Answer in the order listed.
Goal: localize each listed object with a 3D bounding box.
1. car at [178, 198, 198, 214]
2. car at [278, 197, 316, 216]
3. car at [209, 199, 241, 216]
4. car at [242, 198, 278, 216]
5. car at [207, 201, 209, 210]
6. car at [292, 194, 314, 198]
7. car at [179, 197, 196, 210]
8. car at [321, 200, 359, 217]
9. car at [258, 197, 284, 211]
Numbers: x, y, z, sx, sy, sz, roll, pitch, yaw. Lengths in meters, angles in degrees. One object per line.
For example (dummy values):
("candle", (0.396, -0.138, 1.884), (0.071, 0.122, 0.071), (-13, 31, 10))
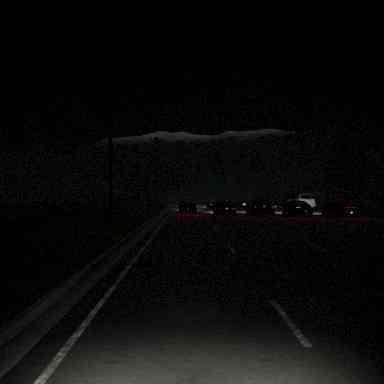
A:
("car", (-0.438, 1.491, 35.556), (2.128, 1.511, 4.902), (0, 0, -1))
("car", (10.115, 1.526, 31.993), (1.812, 1.442, 4.674), (0, 0, -1))
("car", (3.108, 1.547, 32.716), (2.033, 1.411, 5.357), (0, 0, -1))
("car", (6.603, 1.352, 32.722), (2.097, 1.767, 4.553), (0, 0, -1))
("car", (2.933, 1.601, 43.427), (1.895, 1.301, 4.718), (0, 0, -1))
("car", (13.474, 1.221, 41.356), (2.150, 2.045, 5.566), (0, 0, -1))
("car", (-0.589, 1.491, 44.969), (2.128, 1.511, 4.902), (0, 0, -1))
("car", (13.635, 1.505, 30.891), (1.837, 1.490, 4.892), (0, 0, -1))
("car", (9.954, 1.491, 42.331), (2.128, 1.511, 4.902), (0, 0, -1))
